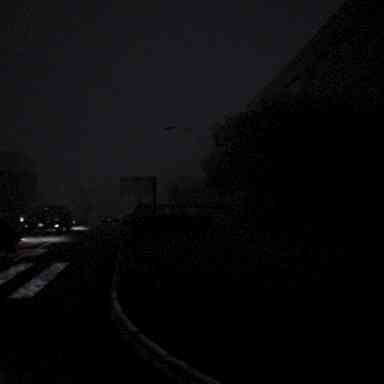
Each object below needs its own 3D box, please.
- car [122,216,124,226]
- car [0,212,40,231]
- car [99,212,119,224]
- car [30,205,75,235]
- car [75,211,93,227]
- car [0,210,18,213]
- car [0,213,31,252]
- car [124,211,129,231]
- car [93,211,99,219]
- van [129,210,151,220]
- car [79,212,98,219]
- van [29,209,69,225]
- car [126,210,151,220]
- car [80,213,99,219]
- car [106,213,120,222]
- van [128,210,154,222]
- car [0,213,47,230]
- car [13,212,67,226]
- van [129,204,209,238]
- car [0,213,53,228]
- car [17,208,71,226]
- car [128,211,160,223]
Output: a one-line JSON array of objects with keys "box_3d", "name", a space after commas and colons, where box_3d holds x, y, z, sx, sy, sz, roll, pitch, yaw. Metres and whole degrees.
[{"box_3d": [-2.405, 2.181, 24.623, 5.008, 1.535, 2.097, 0, -4, -11], "name": "car"}, {"box_3d": [-15.711, 2.419, 27.549, 5.366, 1.575, 1.946, 0, -4, -11], "name": "car"}, {"box_3d": [-10.946, 3.568, 44.426, 1.994, 1.385, 4.181, 0, -4, -11], "name": "car"}, {"box_3d": [-10.163, 1.912, 23.952, 2.150, 2.045, 5.566, 0, -4, -11], "name": "car"}, {"box_3d": [-12.552, 2.991, 36.451, 2.128, 1.511, 4.902, 0, -4, -11], "name": "car"}, {"box_3d": [-14.949, 2.113, 24.737, 4.553, 1.767, 2.185, 0, -4, -11], "name": "car"}, {"box_3d": [-7.944, 1.686, 12.211, 2.033, 1.411, 5.357, 0, -2, -10], "name": "car"}, {"box_3d": [-1.842, 2.051, 21.850, 4.792, 1.488, 2.163, 0, -3, -11], "name": "car"}, {"box_3d": [-26.307, 5.806, 83.516, 5.566, 2.045, 2.435, 0, -4, -11], "name": "car"}, {"box_3d": [-10.700, 4.795, 68.407, 4.442, 1.987, 1.878, 0, -4, -11], "name": "van"}, {"box_3d": [-26.778, 6.111, 86.276, 4.553, 1.767, 2.185, 0, -4, -11], "name": "car"}, {"box_3d": [-18.776, 3.256, 43.865, 4.442, 1.987, 1.878, 0, -4, -11], "name": "van"}, {"box_3d": [-12.367, 5.302, 76.607, 5.566, 2.045, 2.435, 0, -4, -11], "name": "car"}, {"box_3d": [-27.359, 6.463, 89.140, 4.674, 1.452, 2.002, 0, -4, -11], "name": "car"}, {"box_3d": [-12.844, 4.210, 54.299, 1.994, 1.385, 4.181, 0, -4, -11], "name": "car"}, {"box_3d": [-8.824, 4.082, 57.412, 4.442, 1.987, 1.878, 0, -4, -11], "name": "van"}, {"box_3d": [-16.026, 2.631, 30.323, 4.792, 1.488, 2.163, 0, -4, -11], "name": "car"}, {"box_3d": [-17.450, 3.133, 38.560, 5.366, 1.575, 1.946, 0, -4, -11], "name": "car"}, {"box_3d": [-1.231, 1.662, 19.146, 4.442, 1.987, 1.878, 0, -3, -11], "name": "van"}, {"box_3d": [-16.577, 2.819, 33.051, 4.674, 1.452, 2.002, 0, -4, -11], "name": "car"}, {"box_3d": [-18.163, 3.053, 41.148, 5.566, 2.045, 2.435, 0, -4, -11], "name": "car"}, {"box_3d": [-7.162, 3.649, 49.209, 4.553, 1.767, 2.185, 0, -4, -11], "name": "car"}]
